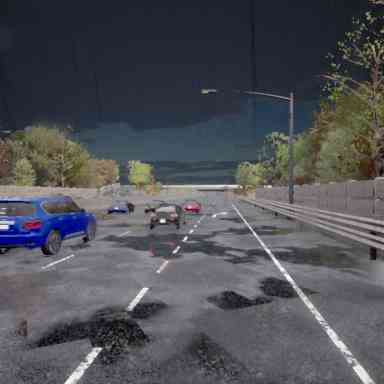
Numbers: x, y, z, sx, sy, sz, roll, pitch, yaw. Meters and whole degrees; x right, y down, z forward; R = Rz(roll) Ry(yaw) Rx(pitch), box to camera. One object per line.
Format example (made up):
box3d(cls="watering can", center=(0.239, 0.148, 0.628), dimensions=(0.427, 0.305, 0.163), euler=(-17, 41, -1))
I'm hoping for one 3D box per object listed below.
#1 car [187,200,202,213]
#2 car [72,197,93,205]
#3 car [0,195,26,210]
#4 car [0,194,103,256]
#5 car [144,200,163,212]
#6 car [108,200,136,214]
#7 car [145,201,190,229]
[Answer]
box3d(cls="car", center=(-0.019, 1.567, 37.148), dimensions=(1.994, 1.385, 4.181), euler=(0, 0, 5))
box3d(cls="car", center=(-19.280, 1.626, 58.796), dimensions=(1.895, 1.301, 4.718), euler=(0, 0, 6))
box3d(cls="car", center=(-24.200, 1.358, 43.908), dimensions=(2.097, 1.767, 4.553), euler=(0, 0, 6))
box3d(cls="car", center=(-5.736, 1.220, 13.288), dimensions=(2.150, 2.045, 5.566), euler=(0, 0, 5))
box3d(cls="car", center=(-3.698, 1.549, 35.422), dimensions=(2.033, 1.411, 5.357), euler=(0, 0, 6))
box3d(cls="car", center=(-7.265, 1.565, 34.792), dimensions=(1.994, 1.385, 4.181), euler=(0, 0, 5))
box3d(cls="car", center=(-1.466, 1.526, 21.467), dimensions=(1.812, 1.442, 4.674), euler=(0, -1, 5))
